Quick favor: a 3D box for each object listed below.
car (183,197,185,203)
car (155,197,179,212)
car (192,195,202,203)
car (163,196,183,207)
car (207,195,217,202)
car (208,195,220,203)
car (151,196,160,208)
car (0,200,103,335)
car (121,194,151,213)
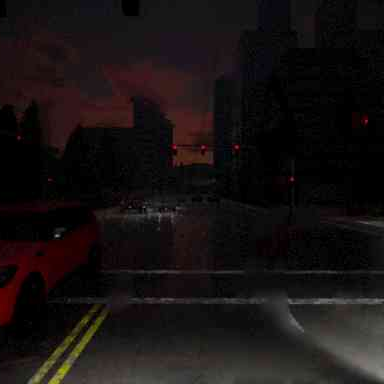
[{"bbox_3d":[-2.483,1.547,68.445,2.033,1.411,5.357,0,0,1],"label":"car"},{"bbox_3d":[-2.850,1.601,39.242,1.895,1.301,4.718,0,0,1],"label":"car"},{"bbox_3d":[1.015,1.352,67.479,2.097,1.767,4.553,0,0,1],"label":"car"},{"bbox_3d":[-2.751,1.563,49.299,1.994,1.385,4.181,0,0,1],"label":"car"},{"bbox_3d":[4.606,1.478,77.185,1.882,1.535,5.008,0,0,1],"label":"car"},{"bbox_3d":[4.618,1.547,67.363,2.033,1.411,5.357,0,0,1],"label":"car"},{"bbox_3d":[-6.273,1.492,47.234,2.128,1.511,4.902,0,0,1],"label":"car"},{"bbox_3d":[-3.577,1.221,7.090,2.150,2.045,5.566,0,0,1],"label":"car"},{"bbox_3d":[-6.370,1.221,37.133,2.150,2.045,5.566,0,0,1],"label":"car"}]
